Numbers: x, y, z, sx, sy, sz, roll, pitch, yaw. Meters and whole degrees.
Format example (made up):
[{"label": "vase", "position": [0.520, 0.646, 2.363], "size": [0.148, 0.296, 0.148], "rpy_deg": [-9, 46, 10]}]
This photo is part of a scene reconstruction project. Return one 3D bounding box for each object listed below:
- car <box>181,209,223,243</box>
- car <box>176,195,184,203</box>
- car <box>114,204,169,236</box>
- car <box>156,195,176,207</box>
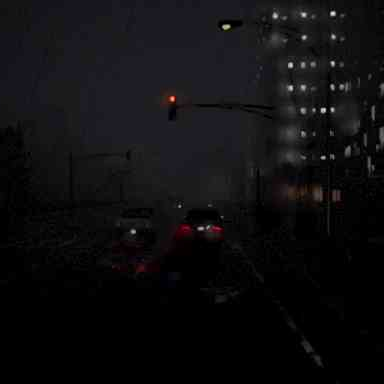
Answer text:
[{"label": "car", "position": [0.508, 1.494, 15.722], "size": [2.033, 1.411, 5.357], "rpy_deg": [0, 0, 3]}, {"label": "car", "position": [-2.604, 1.291, 63.129], "size": [2.128, 1.511, 4.902], "rpy_deg": [0, 0, 5]}, {"label": "car", "position": [-2.633, 1.535, 17.832], "size": [1.895, 1.301, 4.718], "rpy_deg": [0, 0, 3]}, {"label": "car", "position": [-3.861, 1.320, 47.774], "size": [1.882, 1.535, 5.008], "rpy_deg": [0, 0, 5]}]
